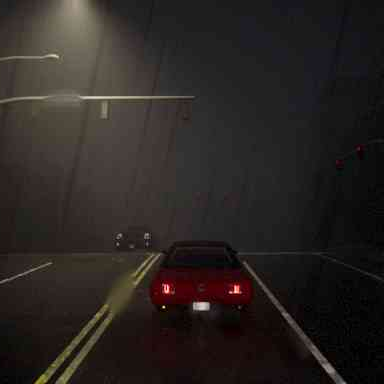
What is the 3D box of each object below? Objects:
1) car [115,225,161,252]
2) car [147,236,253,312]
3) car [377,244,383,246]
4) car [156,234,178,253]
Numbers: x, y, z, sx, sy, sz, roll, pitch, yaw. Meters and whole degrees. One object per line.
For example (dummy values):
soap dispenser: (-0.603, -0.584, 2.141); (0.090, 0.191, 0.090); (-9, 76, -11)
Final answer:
car: (-3.314, 2.845, 20.741); (2.097, 1.767, 4.553); (-1, -10, 1)
car: (0.199, 1.830, 8.190); (1.895, 1.301, 4.718); (0, -2, 1)
car: (17.324, 4.593, 26.726); (4.902, 1.511, 2.128); (4, -10, 1)
car: (-2.956, 6.247, 40.101); (2.150, 2.045, 5.566); (0, -10, 1)
